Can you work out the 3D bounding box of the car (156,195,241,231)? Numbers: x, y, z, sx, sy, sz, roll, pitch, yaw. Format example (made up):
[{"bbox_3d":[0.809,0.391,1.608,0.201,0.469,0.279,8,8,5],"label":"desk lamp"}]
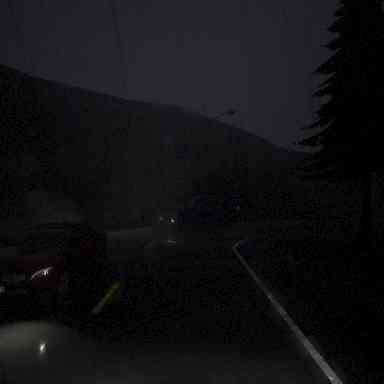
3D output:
[{"bbox_3d":[0.515,1.226,20.926,5.566,2.045,2.150,0,-1,-33],"label":"car"}]

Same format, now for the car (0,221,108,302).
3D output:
[{"bbox_3d":[-3.479,1.527,8.439,1.812,1.442,4.674,0,0,2],"label":"car"}]
